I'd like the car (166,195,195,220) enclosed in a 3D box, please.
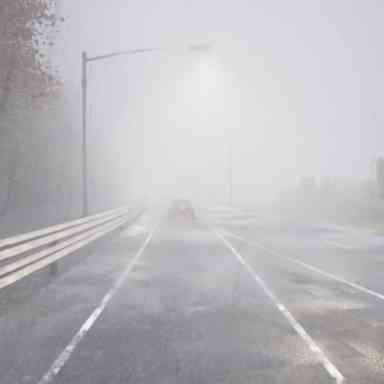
[{"bbox_3d":[-0.941,1.281,27.904,2.097,1.767,4.553,0,0,-4],"label":"car"}]

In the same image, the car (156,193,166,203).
[{"bbox_3d":[-5.361,1.242,63.393,1.837,1.490,4.892,0,0,-10],"label":"car"}]
